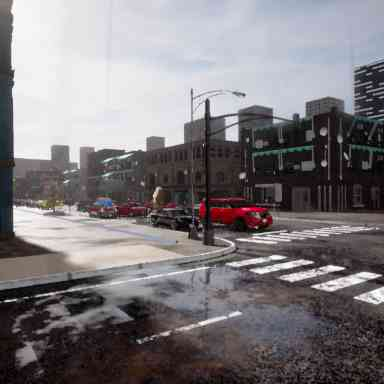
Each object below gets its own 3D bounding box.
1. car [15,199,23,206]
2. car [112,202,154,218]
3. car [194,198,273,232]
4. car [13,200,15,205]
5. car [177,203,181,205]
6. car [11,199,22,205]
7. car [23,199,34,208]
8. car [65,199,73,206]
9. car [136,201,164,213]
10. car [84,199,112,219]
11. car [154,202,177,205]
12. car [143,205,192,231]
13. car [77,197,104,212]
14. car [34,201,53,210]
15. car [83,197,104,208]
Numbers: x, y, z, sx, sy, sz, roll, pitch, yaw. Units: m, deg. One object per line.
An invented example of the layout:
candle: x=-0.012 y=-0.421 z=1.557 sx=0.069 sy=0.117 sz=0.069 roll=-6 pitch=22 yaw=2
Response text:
car: x=-38.053 y=2.380 z=75.152 sx=1.967 sy=1.590 sz=4.097 roll=-1 pitch=0 yaw=-35
car: x=-6.228 y=1.840 z=34.763 sx=1.882 sy=1.535 sz=5.008 roll=-1 pitch=0 yaw=-35
car: x=2.725 y=1.408 z=22.233 sx=2.150 sy=2.045 sz=5.566 roll=-1 pitch=0 yaw=-37
car: x=-41.253 y=2.548 z=79.668 sx=2.008 sy=1.369 sz=4.403 roll=-1 pitch=0 yaw=-35
car: x=0.799 y=1.810 z=34.848 sx=2.008 sy=1.369 sz=4.403 roll=-2 pitch=0 yaw=-35
car: x=-44.454 y=2.598 z=84.182 sx=1.887 sy=1.381 sz=4.507 roll=-1 pitch=0 yaw=-35
car: x=-31.648 y=2.376 z=66.122 sx=2.008 sy=1.369 sz=4.403 roll=-1 pitch=0 yaw=-35
car: x=-28.014 y=2.364 z=75.486 sx=1.947 sy=1.339 sz=4.313 roll=-1 pitch=0 yaw=-35
car: x=-5.603 y=1.966 z=43.878 sx=1.802 sy=1.307 sz=4.206 roll=-1 pitch=0 yaw=-35
car: x=-9.240 y=1.847 z=34.514 sx=1.967 sy=1.590 sz=4.097 roll=-1 pitch=0 yaw=-35
car: x=-2.402 y=1.904 z=39.364 sx=1.802 sy=1.307 sz=4.206 roll=-2 pitch=0 yaw=-35
car: x=-1.310 y=1.815 z=23.124 sx=1.947 sy=1.339 sz=4.313 roll=-1 pitch=0 yaw=-35
car: x=-14.390 y=1.872 z=46.333 sx=2.097 sy=1.767 sz=4.553 roll=-1 pitch=0 yaw=-35
car: x=-25.147 y=2.233 z=56.952 sx=1.752 sy=1.417 sz=4.829 roll=-1 pitch=0 yaw=-35
car: x=-18.415 y=1.940 z=61.939 sx=2.192 sy=1.841 sz=5.009 roll=-1 pitch=0 yaw=-35
